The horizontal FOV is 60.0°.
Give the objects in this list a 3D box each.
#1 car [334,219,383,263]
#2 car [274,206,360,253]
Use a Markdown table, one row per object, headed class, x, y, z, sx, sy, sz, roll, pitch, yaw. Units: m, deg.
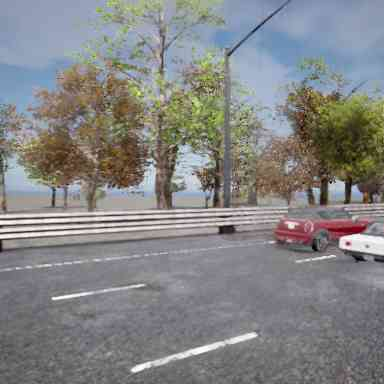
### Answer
| class | x | y | z | sx | sy | sz | roll | pitch | yaw |
| --- | --- | --- | --- | --- | --- | --- | --- | --- | --- |
| car | 7.032 | 1.617 | 10.756 | 4.718 | 1.301 | 1.895 | 0 | 0 | -31 |
| car | 5.691 | 1.368 | 14.020 | 4.553 | 1.767 | 2.097 | 0 | 0 | -31 |
